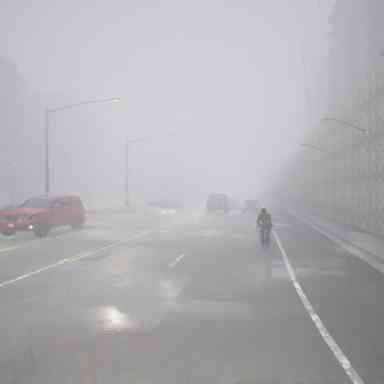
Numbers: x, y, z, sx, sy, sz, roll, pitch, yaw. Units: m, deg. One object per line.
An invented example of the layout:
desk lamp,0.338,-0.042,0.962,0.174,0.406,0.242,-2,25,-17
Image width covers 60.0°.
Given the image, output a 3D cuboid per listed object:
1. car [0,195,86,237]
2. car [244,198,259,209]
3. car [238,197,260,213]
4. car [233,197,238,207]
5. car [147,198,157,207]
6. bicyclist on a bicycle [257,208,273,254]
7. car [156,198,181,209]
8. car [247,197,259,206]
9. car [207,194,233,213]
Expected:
car,-8.018,1.221,18.401,2.150,2.045,5.566,0,0,11
car,8.475,1.564,46.901,1.994,1.385,4.181,0,0,11
car,6.559,1.547,36.800,2.033,1.411,5.357,0,0,11
car,4.967,1.547,47.209,2.033,1.411,5.357,0,0,11
car,-5.096,1.548,50.585,2.033,1.411,5.357,0,0,12
bicyclist on a bicycle,2.755,1.446,12.578,0.582,1.620,1.656,0,-1,-4
car,-2.829,1.564,44.275,1.994,1.385,4.181,0,0,12
car,10.432,1.547,56.717,2.033,1.411,5.357,0,0,11
car,2.966,1.221,36.705,2.150,2.045,5.566,0,0,11
